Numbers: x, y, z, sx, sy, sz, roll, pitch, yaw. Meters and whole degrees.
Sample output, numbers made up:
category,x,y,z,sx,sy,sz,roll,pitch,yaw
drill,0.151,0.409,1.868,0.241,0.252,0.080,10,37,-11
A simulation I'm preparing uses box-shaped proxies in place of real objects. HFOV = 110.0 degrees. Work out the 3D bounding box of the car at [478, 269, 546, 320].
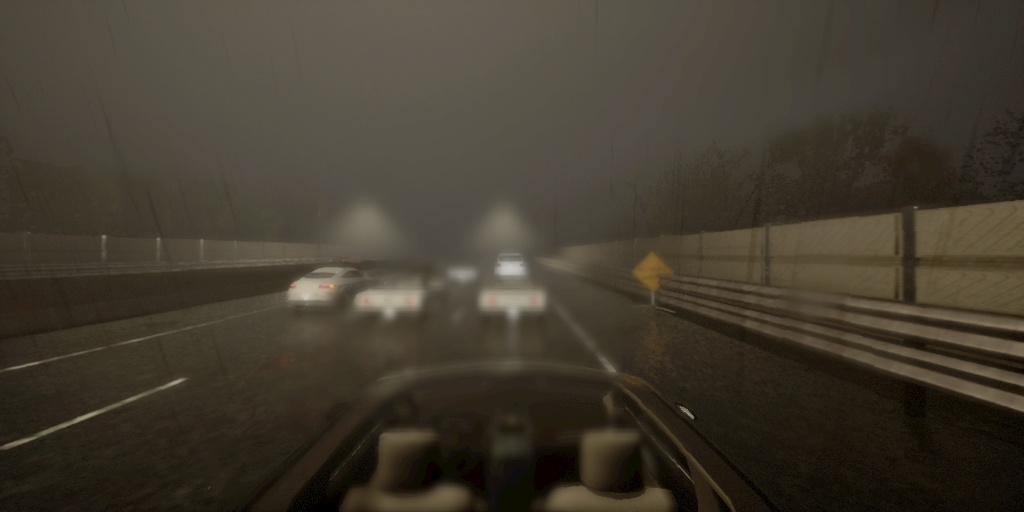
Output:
category,x,y,z,sx,sy,sz,roll,pitch,yaw
car,0.059,1.299,12.380,1.895,1.301,4.718,0,0,0

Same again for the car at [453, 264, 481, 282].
category,x,y,z,sx,sy,sz,roll,pitch,yaw
car,-3.443,1.226,27.378,1.895,1.301,4.718,0,0,0

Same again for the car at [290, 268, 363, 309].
category,x,y,z,sx,sy,sz,roll,pitch,yaw
car,-6.929,1.213,14.479,1.812,1.442,4.674,0,0,0

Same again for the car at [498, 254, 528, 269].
category,x,y,z,sx,sy,sz,roll,pitch,yaw
car,0.057,0.847,27.766,2.150,2.045,5.566,0,1,0

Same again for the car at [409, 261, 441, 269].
category,x,y,z,sx,sy,sz,roll,pitch,yaw
car,-6.937,1.124,28.929,1.837,1.490,4.892,0,1,0

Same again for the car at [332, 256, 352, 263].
category,x,y,z,sx,sy,sz,roll,pitch,yaw
car,-24.568,0.853,52.602,2.097,1.767,4.553,0,0,0

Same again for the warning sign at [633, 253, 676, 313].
category,x,y,z,sx,sy,sz,roll,pitch,yaw
warning sign,4.547,0.818,11.495,1.300,1.860,1.060,0,0,0

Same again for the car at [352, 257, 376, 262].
category,x,y,z,sx,sy,sz,roll,pitch,yaw
car,-21.073,1.103,52.458,1.895,1.301,4.718,0,0,0

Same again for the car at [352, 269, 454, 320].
category,x,y,z,sx,sy,sz,roll,pitch,yaw
car,-3.440,1.299,12.367,1.895,1.301,4.718,0,0,0
